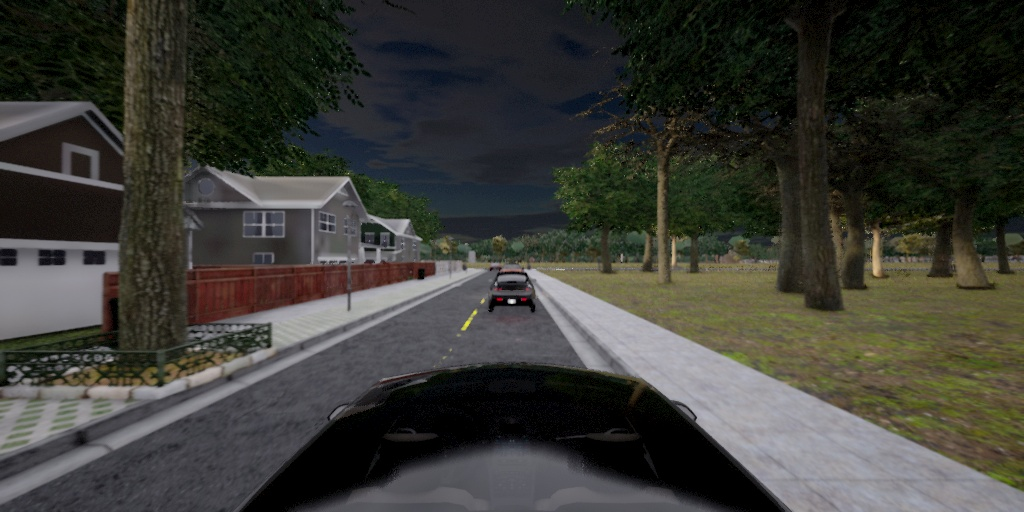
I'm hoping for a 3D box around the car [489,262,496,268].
[{"bbox_3d":[-2.822,1.815,60.879,1.882,1.535,5.008,0,-1,0],"label":"car"}]

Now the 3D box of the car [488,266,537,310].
[{"bbox_3d":[0.014,1.390,15.350,1.837,1.490,4.892,0,0,1],"label":"car"}]

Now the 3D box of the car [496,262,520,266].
[{"bbox_3d":[0.003,1.382,30.283,2.097,1.767,4.553,0,-1,0],"label":"car"}]
